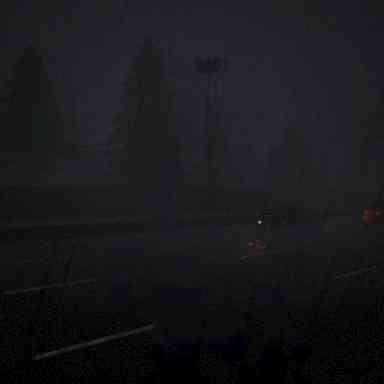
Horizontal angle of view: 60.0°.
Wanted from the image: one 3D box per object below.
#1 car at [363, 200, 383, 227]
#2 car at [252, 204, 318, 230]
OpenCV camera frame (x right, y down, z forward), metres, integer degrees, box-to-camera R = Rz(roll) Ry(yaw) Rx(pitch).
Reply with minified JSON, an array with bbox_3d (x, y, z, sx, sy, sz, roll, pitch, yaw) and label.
[{"bbox_3d":[13.243,1.361,21.802,4.553,1.767,2.097,0,0,-36],"label":"car"},{"bbox_3d":[5.933,1.511,20.882,4.892,1.490,1.837,0,0,-36],"label":"car"}]
